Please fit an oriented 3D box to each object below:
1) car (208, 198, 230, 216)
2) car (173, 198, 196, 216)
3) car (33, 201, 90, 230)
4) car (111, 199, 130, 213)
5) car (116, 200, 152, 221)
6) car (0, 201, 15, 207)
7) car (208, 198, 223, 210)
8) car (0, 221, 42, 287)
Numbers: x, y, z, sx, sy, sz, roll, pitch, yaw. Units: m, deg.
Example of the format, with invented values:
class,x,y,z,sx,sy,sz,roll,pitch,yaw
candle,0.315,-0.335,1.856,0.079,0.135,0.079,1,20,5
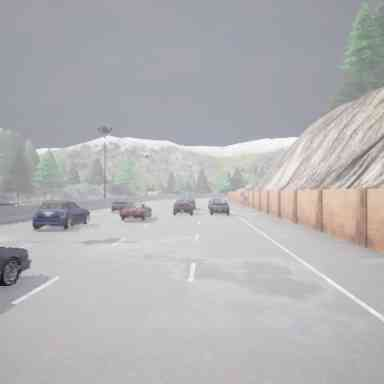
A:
class,x,y,z,sx,sy,sz,roll,pitch,yaw
car,2.670,1.483,32.758,2.128,1.511,4.902,0,0,2
car,-0.823,1.497,33.027,1.837,1.490,4.892,0,0,2
car,-8.231,1.350,21.370,2.097,1.767,4.553,0,0,2
car,-7.672,1.482,37.468,2.128,1.511,4.902,0,0,2
car,-4.519,1.594,27.416,1.895,1.301,4.718,0,0,2
car,-18.563,1.541,30.891,2.033,1.411,5.357,0,0,3
car,3.030,1.515,43.202,1.812,1.442,4.674,0,0,2
car,-5.260,1.545,6.312,2.033,1.411,5.357,0,0,3
